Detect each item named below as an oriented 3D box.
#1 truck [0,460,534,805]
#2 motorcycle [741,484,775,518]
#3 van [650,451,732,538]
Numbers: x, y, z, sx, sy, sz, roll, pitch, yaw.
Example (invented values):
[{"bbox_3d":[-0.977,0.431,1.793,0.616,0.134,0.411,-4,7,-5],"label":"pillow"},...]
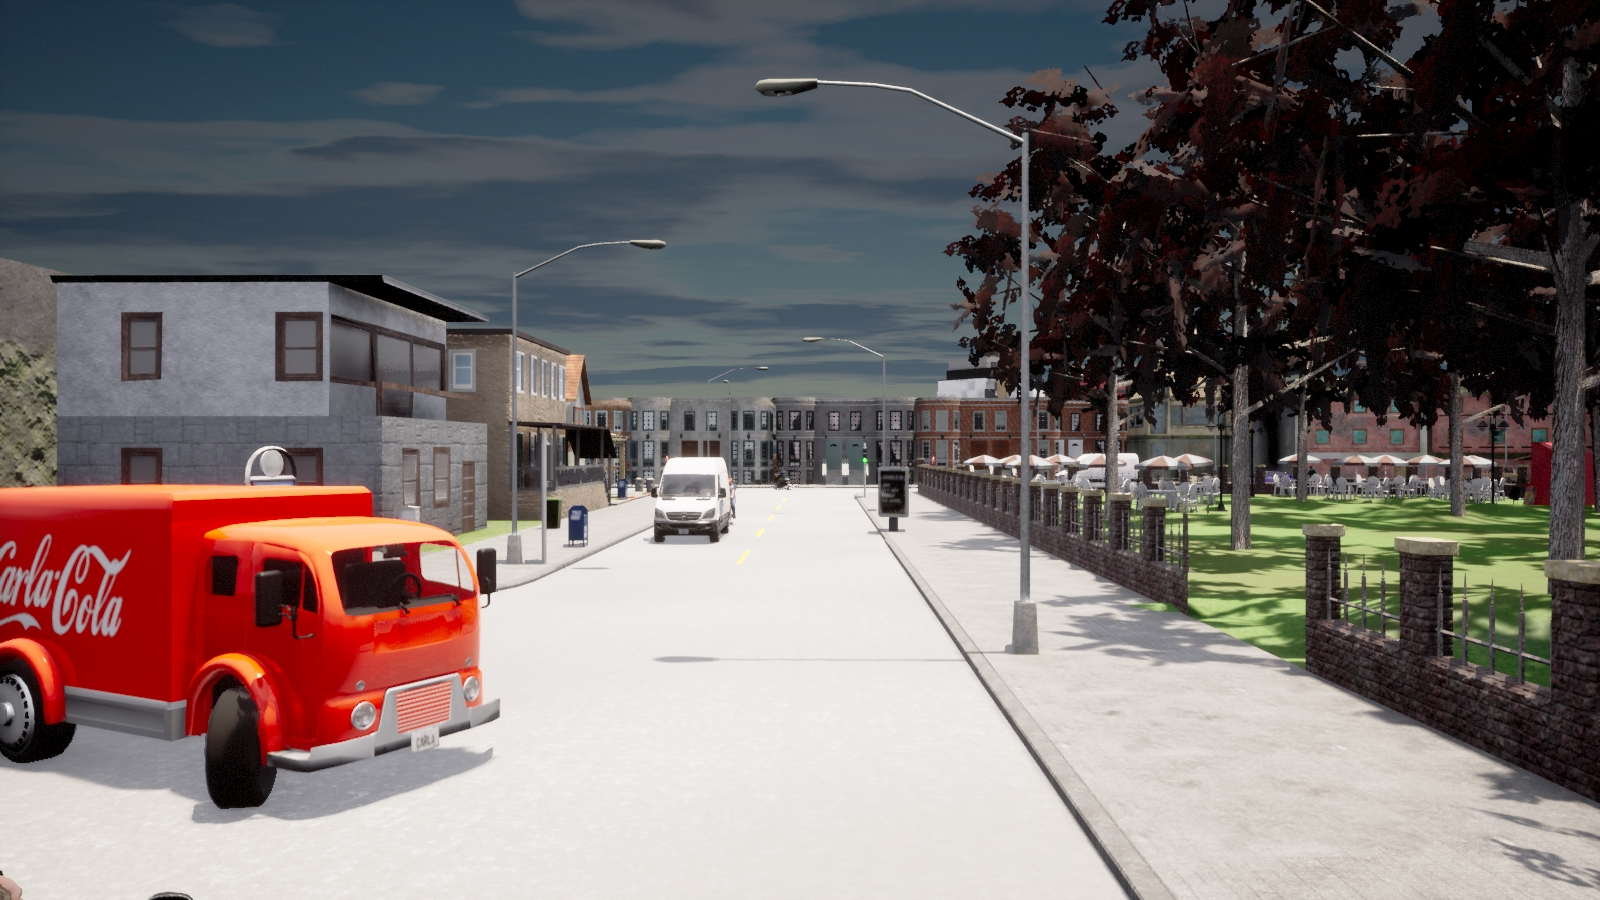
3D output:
[{"bbox_3d":[-5.383,1.348,10.702,5.204,2.467,2.627,0,0,29],"label":"truck"},{"bbox_3d":[-1.677,1.985,45.065,0.867,1.251,2.209,0,0,-15],"label":"motorcycle"},{"bbox_3d":[-3.393,1.314,36.728,1.988,2.561,5.915,0,0,1],"label":"van"}]
